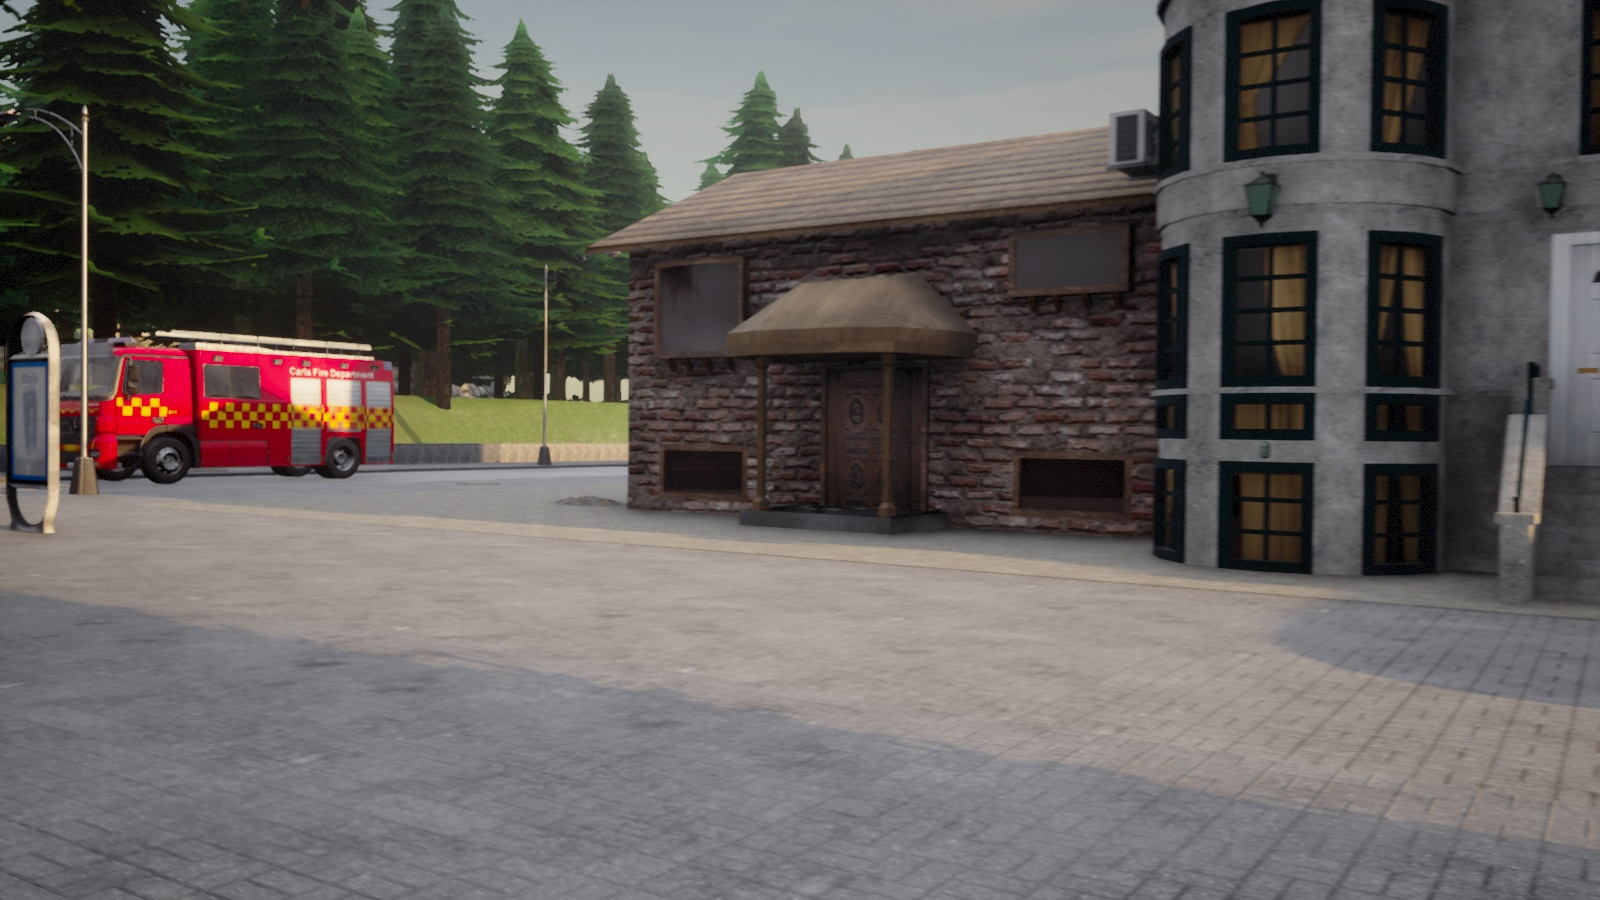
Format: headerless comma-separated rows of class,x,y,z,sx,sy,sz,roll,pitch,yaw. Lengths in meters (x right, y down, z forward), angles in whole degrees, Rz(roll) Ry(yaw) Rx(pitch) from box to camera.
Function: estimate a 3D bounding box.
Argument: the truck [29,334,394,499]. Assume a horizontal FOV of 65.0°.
truck,-15.259,-0.848,33.401,2.891,3.827,8.468,0,1,34
